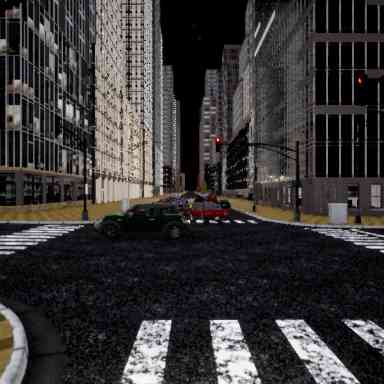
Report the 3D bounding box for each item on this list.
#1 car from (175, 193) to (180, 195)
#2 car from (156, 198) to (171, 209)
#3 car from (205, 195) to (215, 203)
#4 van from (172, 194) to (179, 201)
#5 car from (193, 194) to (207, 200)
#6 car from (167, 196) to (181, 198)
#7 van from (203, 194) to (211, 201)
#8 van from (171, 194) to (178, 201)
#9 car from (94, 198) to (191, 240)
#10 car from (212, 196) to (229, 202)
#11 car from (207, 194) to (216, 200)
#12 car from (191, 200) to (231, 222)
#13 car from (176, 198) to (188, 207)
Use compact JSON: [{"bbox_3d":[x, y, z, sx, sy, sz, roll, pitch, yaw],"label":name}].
[{"bbox_3d":[-4.177,1.426,74.960,1.967,1.590,4.097,0,0,0],"label":"car"},{"bbox_3d":[-4.048,1.592,47.321,1.802,1.307,4.206,0,0,0],"label":"car"},{"bbox_3d":[3.729,1.432,69.469,1.967,1.590,4.097,0,0,0],"label":"car"},{"bbox_3d":[-4.229,1.315,86.014,1.690,1.788,3.998,0,0,0],"label":"van"},{"bbox_3d":[1.301,1.505,61.124,1.837,1.490,4.892,0,0,0],"label":"car"},{"bbox_3d":[-1.527,1.508,33.766,2.128,1.511,4.902,0,0,-1],"label":"car"},{"bbox_3d":[3.677,1.321,80.524,1.690,1.788,3.998,0,0,0],"label":"van"},{"bbox_3d":[-4.203,1.321,80.487,1.690,1.788,3.998,0,0,0],"label":"van"},{"bbox_3d":[-2.482,1.352,16.574,4.553,1.767,2.097,1,0,-3],"label":"car"},{"bbox_3d":[3.907,1.579,41.832,1.947,1.339,4.313,0,0,0],"label":"car"},{"bbox_3d":[3.755,1.313,63.940,2.192,1.841,5.009,0,0,0],"label":"car"},{"bbox_3d":[1.296,1.620,26.718,1.895,1.301,4.718,0,0,-16],"label":"car"},{"bbox_3d":[-1.603,1.607,54.090,1.895,1.301,4.718,0,0,0],"label":"car"}]
